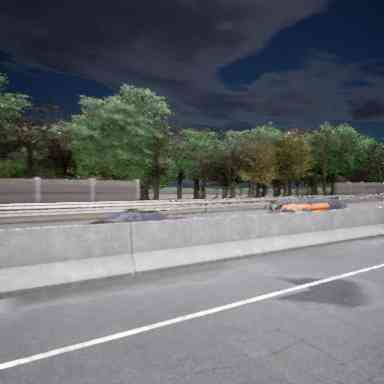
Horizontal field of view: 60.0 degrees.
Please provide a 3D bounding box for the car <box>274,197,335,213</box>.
[{"bbox_3d":[9.378,1.252,27.557,4.553,1.767,2.097,0,0,-34],"label":"car"}]

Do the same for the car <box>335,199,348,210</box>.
[{"bbox_3d":[14.167,1.373,34.945,5.357,1.411,2.033,-1,0,-34],"label":"car"}]

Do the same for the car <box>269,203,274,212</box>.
[{"bbox_3d":[10.393,1.345,35.854,4.902,1.511,2.128,-1,0,-37],"label":"car"}]

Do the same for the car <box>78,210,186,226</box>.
[{"bbox_3d":[-2.650,1.532,14.961,5.357,1.411,2.033,0,0,-35],"label":"car"}]
